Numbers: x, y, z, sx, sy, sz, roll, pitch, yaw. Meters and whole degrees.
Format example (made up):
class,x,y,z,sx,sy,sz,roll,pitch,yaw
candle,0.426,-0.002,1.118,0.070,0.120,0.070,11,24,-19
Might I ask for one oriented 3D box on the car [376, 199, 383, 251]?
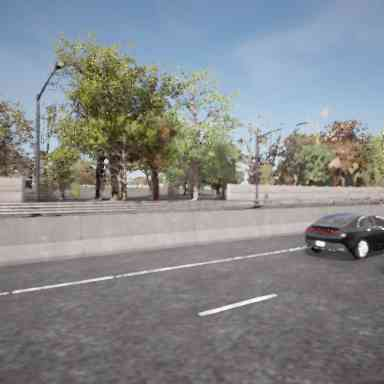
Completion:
class,x,y,z,sx,sy,sz,roll,pitch,yaw
car,7.743,1.268,9.350,5.566,2.045,2.150,0,0,-35

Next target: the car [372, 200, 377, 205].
class,x,y,z,sx,sy,sz,roll,pitch,yaw
car,32.830,1.835,57.422,4.181,1.385,1.994,0,0,-35

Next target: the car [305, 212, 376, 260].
class,x,y,z,sx,sy,sz,roll,pitch,yaw
car,6.325,1.550,12.631,4.892,1.490,1.837,1,-1,-35
